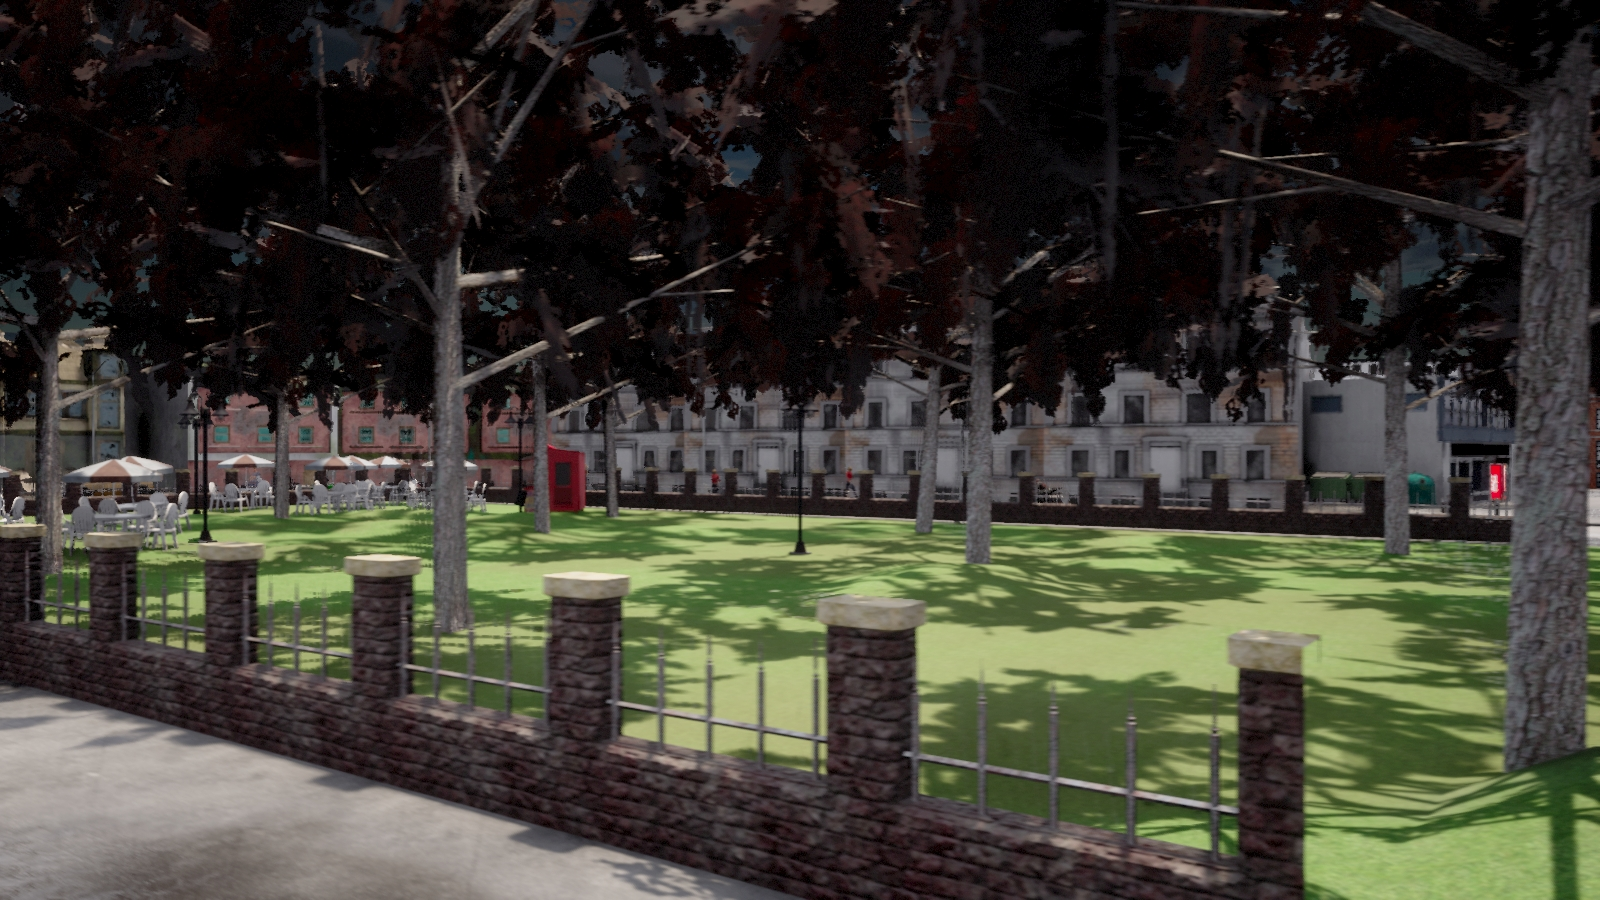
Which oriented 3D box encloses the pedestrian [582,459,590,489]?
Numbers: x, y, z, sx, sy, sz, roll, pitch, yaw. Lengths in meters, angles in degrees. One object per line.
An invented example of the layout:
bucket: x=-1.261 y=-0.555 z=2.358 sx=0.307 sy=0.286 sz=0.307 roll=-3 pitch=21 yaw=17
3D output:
pedestrian: x=-13.654 y=1.528 z=72.914 sx=0.375 sy=1.860 sz=0.375 roll=0 pitch=0 yaw=14

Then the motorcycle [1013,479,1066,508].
motorcycle: x=10.893 y=1.987 z=52.073 sx=2.209 sy=1.251 sz=0.867 roll=0 pitch=0 yaw=35

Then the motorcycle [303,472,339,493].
motorcycle: x=-29.067 y=1.968 z=69.329 sx=1.805 sy=1.236 sz=0.856 roll=0 pitch=1 yaw=-43

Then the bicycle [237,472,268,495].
bicycle: x=-31.668 y=1.940 z=66.135 sx=0.373 sy=1.296 sz=1.643 roll=0 pitch=1 yaw=36

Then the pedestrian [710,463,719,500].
pedestrian: x=-4.419 y=1.631 z=59.271 sx=0.375 sy=1.860 sz=0.375 roll=0 pitch=0 yaw=15

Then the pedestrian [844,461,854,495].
pedestrian: x=2.716 y=1.527 z=63.204 sx=0.375 sy=1.860 sz=0.375 roll=0 pitch=0 yaw=34
